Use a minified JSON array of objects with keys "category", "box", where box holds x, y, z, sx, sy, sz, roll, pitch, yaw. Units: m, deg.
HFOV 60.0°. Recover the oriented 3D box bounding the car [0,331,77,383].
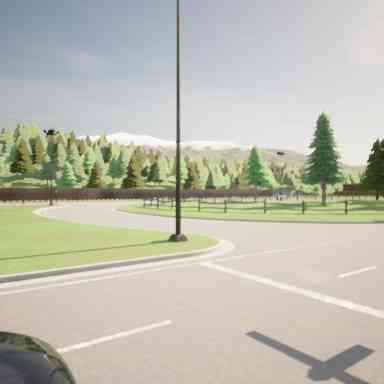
[{"category":"car","box":[-3.050,1.504,1.569,4.892,1.490,1.837,0,0,-35]}]
